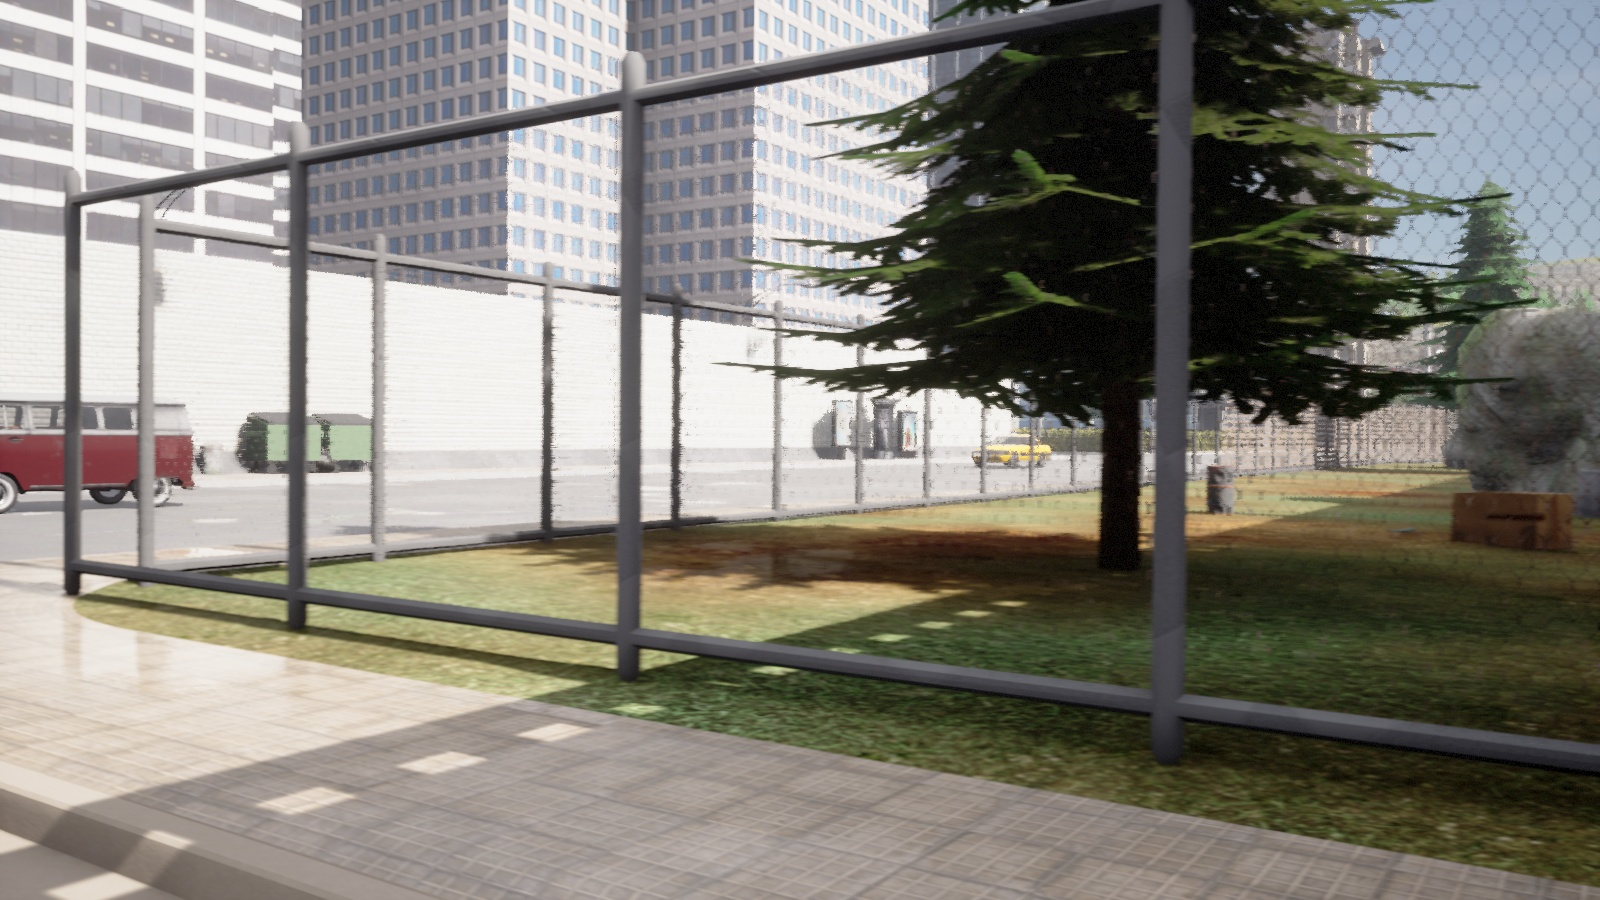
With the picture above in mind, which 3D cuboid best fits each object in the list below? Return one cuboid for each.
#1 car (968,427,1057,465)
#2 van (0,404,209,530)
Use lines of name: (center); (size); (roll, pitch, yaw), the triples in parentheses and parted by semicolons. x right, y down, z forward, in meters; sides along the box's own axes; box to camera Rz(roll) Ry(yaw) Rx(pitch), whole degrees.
car: (9.297, -0.214, 54.590); (1.801, 1.575, 5.366); (0, 1, 33)
van: (-12.683, 0.252, 21.374); (1.775, 1.987, 4.442); (0, 1, 34)
